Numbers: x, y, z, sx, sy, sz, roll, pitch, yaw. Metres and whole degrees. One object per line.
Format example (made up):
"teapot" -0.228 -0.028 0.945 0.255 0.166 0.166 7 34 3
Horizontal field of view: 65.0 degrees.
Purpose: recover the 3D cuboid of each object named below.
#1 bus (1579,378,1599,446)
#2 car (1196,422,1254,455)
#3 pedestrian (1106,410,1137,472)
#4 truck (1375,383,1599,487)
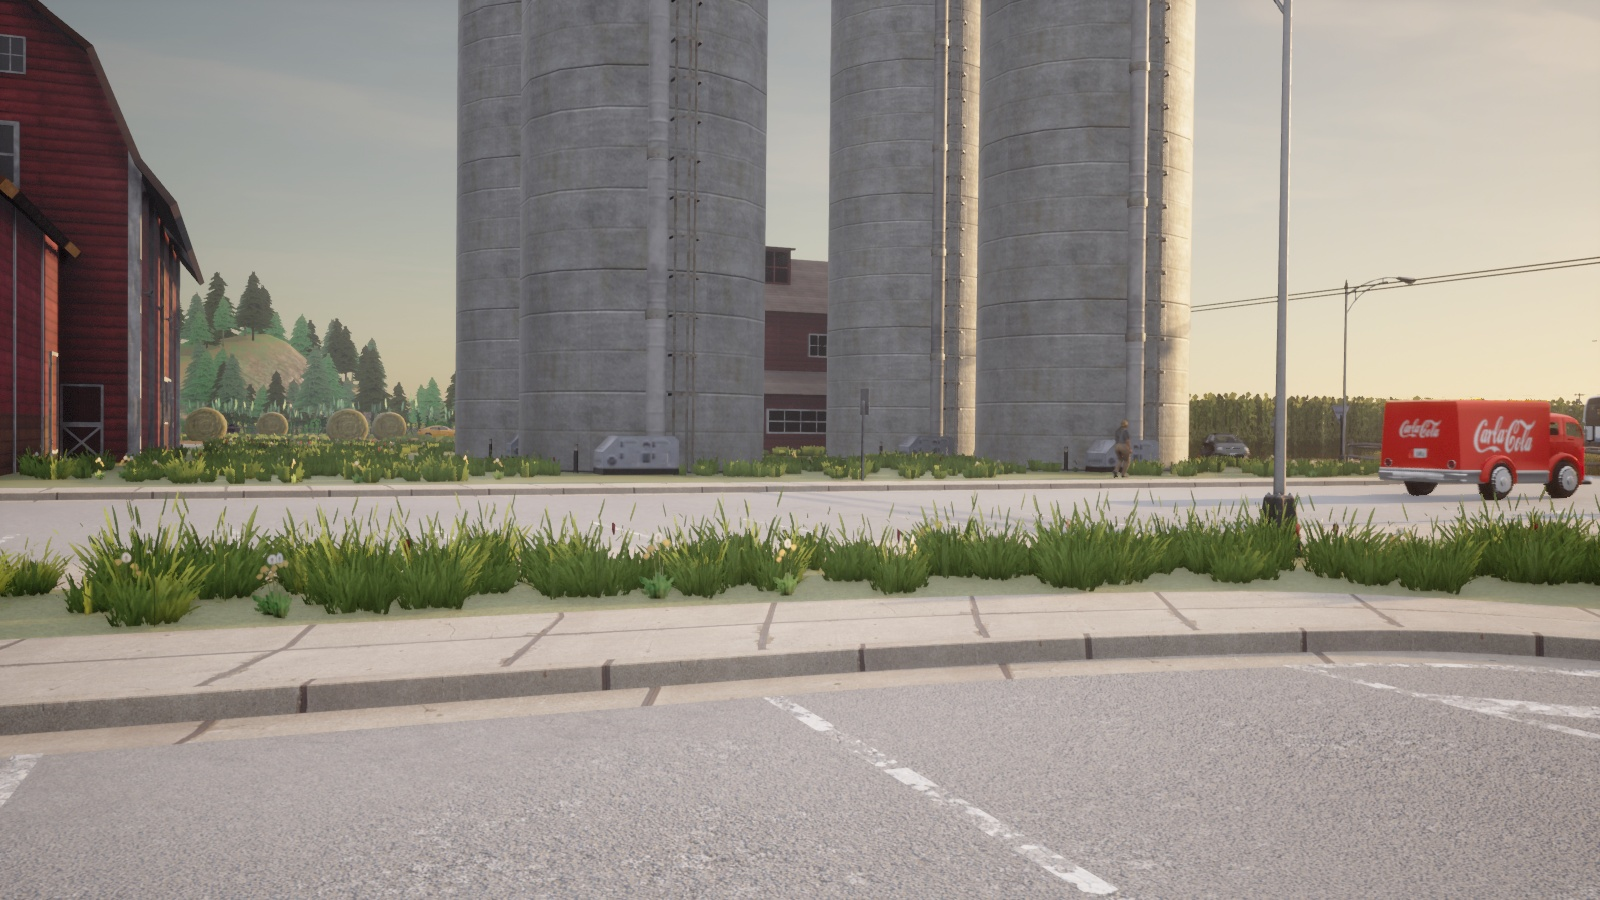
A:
"bus" 54.963 -2.549 79.948 10.273 4.253 3.944 -2 1 -23
"car" 21.798 -0.588 64.511 1.851 1.617 3.988 -1 1 4
"pedestrian" 9.707 -0.268 37.916 0.694 1.848 0.540 -1 1 -32
"truck" 17.653 -0.402 32.074 5.204 2.467 2.627 -1 1 -24
